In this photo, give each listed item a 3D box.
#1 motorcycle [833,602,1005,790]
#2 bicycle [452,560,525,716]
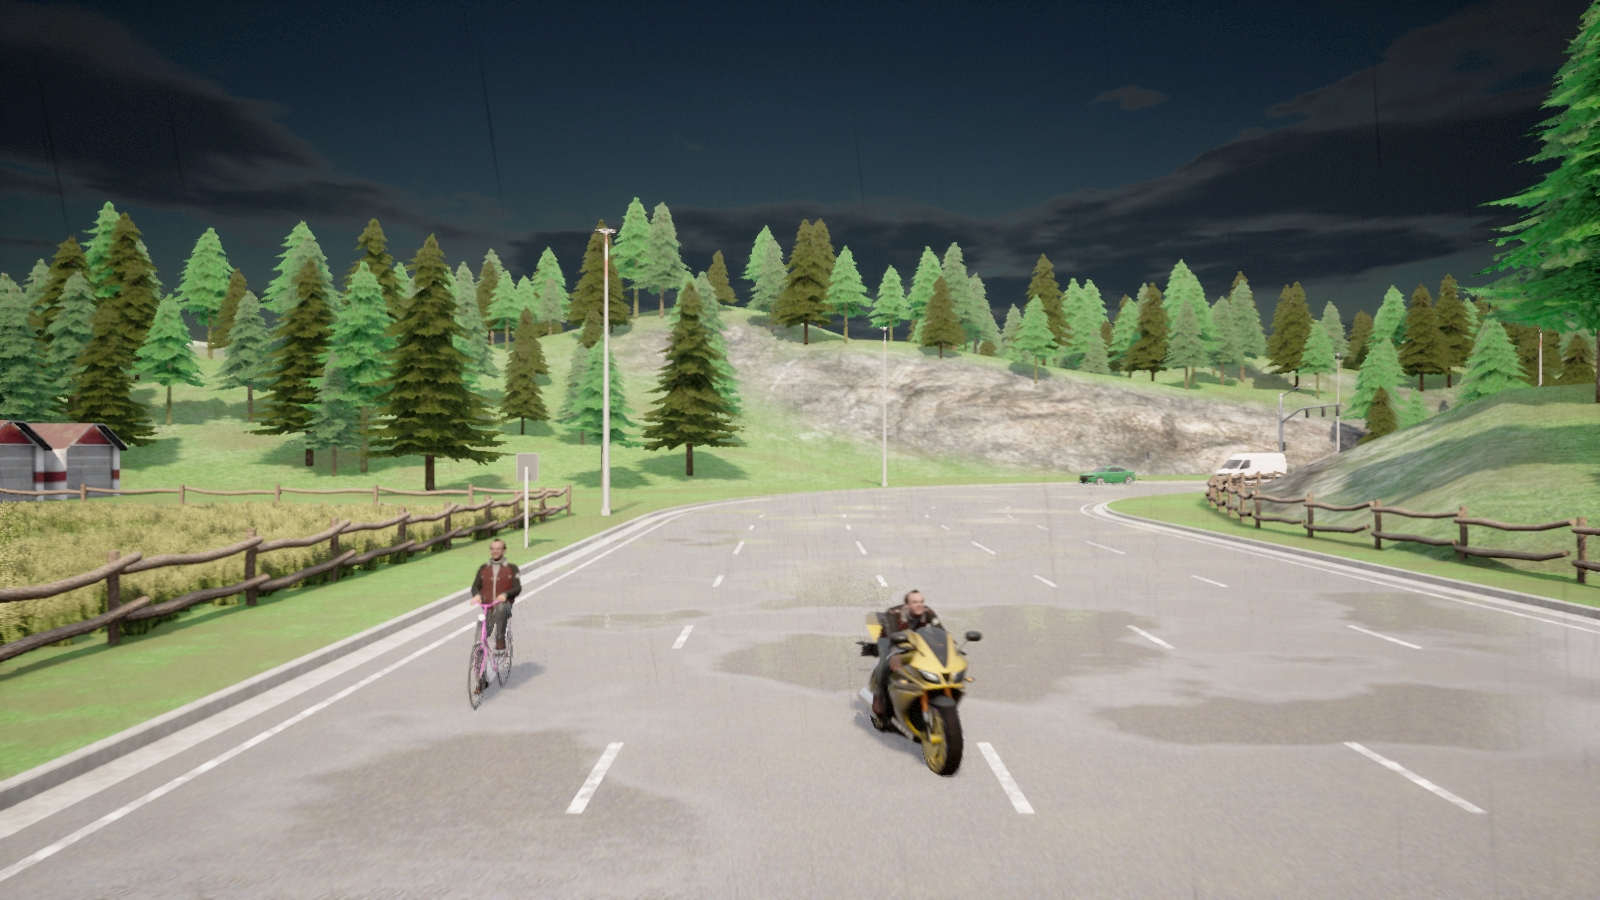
[{"bbox_3d":[1.037,2.204,10.679,0.867,1.251,2.209,1,0,-14],"label":"motorcycle"},{"bbox_3d":[-3.486,2.059,12.907,0.329,1.471,1.835,0,0,0],"label":"bicycle"}]
